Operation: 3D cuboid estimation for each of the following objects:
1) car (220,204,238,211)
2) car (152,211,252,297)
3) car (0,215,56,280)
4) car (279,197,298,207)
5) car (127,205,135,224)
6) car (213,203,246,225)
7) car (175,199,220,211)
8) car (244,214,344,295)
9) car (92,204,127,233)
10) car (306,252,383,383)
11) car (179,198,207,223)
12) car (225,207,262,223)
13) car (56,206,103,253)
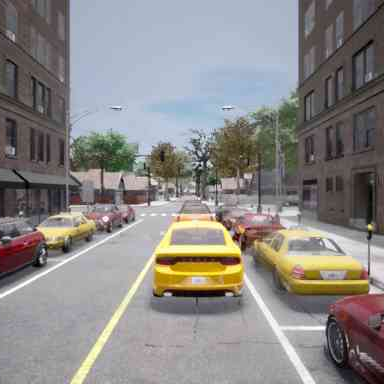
[{"bbox_3d":[2.698,1.590,19.432,1.802,1.307,4.206,0,0,0],"label":"car"},{"bbox_3d":[0.129,1.480,8.612,1.882,1.535,5.008,0,0,0],"label":"car"},{"bbox_3d":[-5.363,1.442,8.418,1.967,1.590,4.097,0,0,0],"label":"car"},{"bbox_3d":[14.985,1.419,47.885,4.902,1.511,2.128,0,0,0],"label":"car"},{"bbox_3d":[-5.310,1.593,24.975,1.802,1.307,4.206,0,0,0],"label":"car"},{"bbox_3d":[2.716,1.577,24.950,1.947,1.339,4.313,0,0,0],"label":"car"},{"bbox_3d":[0.156,1.359,17.794,2.097,1.767,4.553,0,0,0],"label":"car"},{"bbox_3d":[2.663,1.528,8.566,1.752,1.417,4.829,0,0,0],"label":"car"},{"bbox_3d":[-5.327,1.448,19.456,1.967,1.590,4.097,0,0,0],"label":"car"},{"bbox_3d":[2.644,1.582,2.877,1.802,1.307,4.206,0,0,0],"label":"car"},{"bbox_3d":[0.085,1.365,26.636,2.097,1.767,4.553,0,0,0],"label":"car"},{"bbox_3d":[2.680,1.550,13.914,1.887,1.381,4.507,0,0,0],"label":"car"},{"bbox_3d":[-5.346,1.530,13.767,1.752,1.417,4.829,0,0,0],"label":"car"}]
